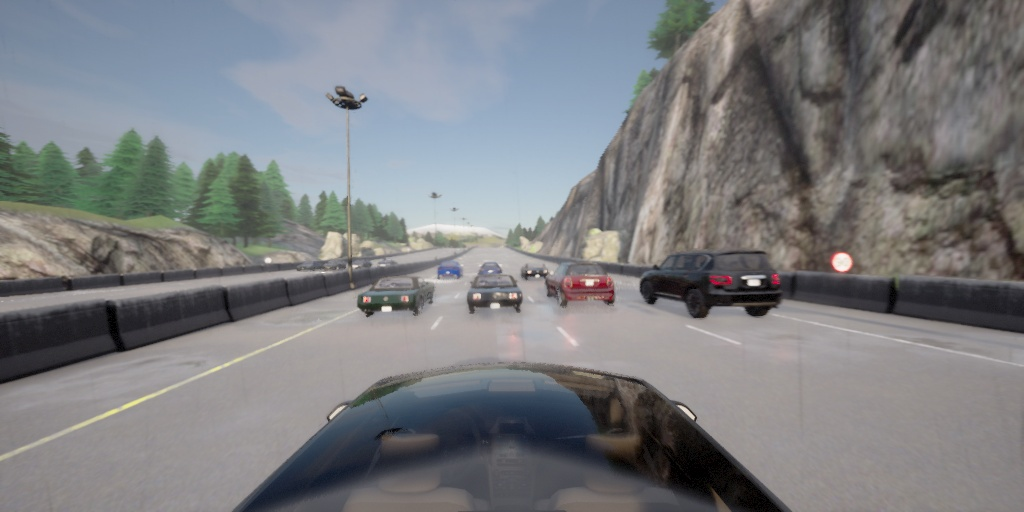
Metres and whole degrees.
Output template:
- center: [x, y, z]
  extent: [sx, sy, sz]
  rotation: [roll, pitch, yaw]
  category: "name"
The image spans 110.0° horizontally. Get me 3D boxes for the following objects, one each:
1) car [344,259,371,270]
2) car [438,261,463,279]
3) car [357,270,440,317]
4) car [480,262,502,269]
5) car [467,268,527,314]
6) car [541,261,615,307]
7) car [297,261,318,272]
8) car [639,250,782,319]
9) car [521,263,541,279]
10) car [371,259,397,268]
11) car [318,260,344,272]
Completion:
- center: [-20.814, 1.210, 49.641]
  extent: [2.128, 1.511, 4.902]
  rotation: [-1, 1, -4]
  category: "car"
- center: [-5.397, 1.180, 31.760]
  extent: [1.882, 1.535, 5.008]
  rotation: [-1, 1, -4]
  category: "car"
- center: [-4.177, 1.416, 13.780]
  extent: [1.895, 1.301, 4.718]
  rotation: [-1, 0, -3]
  category: "car"
- center: [-1.829, 1.212, 30.829]
  extent: [1.994, 1.385, 4.181]
  rotation: [-1, 1, -4]
  category: "car"
- center: [-0.686, 1.351, 14.019]
  extent: [1.895, 1.301, 4.718]
  rotation: [-1, 0, -3]
  category: "car"
- center: [2.733, 1.033, 15.360]
  extent: [2.097, 1.767, 4.553]
  rotation: [-1, 0, -4]
  category: "car"
- center: [-27.803, 1.407, 49.423]
  extent: [1.994, 1.385, 4.181]
  rotation: [-1, 1, -4]
  category: "car"
- center: [6.417, 0.842, 12.407]
  extent: [2.150, 2.045, 5.566]
  rotation: [-1, -1, -3]
  category: "car"
- center: [1.784, 1.200, 29.150]
  extent: [1.895, 1.301, 4.718]
  rotation: [-1, 1, -3]
  category: "car"
- center: [-17.324, 1.145, 49.883]
  extent: [2.128, 1.511, 4.902]
  rotation: [-1, 1, -4]
  category: "car"
- center: [-24.301, 1.289, 49.398]
  extent: [1.837, 1.490, 4.892]
  rotation: [-1, 1, -4]
  category: "car"
